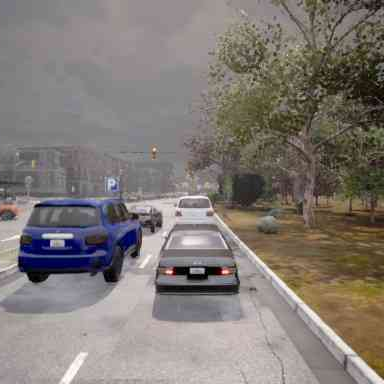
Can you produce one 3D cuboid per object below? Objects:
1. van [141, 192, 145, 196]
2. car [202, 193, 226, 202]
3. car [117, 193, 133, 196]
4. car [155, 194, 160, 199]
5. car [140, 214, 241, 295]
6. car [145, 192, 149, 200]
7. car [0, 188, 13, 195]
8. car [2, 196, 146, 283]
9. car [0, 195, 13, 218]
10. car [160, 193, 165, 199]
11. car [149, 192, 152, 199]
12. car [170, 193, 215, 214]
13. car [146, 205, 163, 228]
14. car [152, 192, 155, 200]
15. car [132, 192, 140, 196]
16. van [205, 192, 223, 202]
[{"bbox_3d":[-13.330,1.094,73.805,4.442,1.987,1.878,-1,0,-14],"label":"van"},{"bbox_3d":[4.581,1.143,70.407,4.553,1.767,2.185,1,0,-14],"label":"car"},{"bbox_3d":[-14.523,1.359,64.819,4.792,1.488,2.163,-1,0,-15],"label":"car"},{"bbox_3d":[-11.561,1.358,88.757,4.674,1.452,2.002,-1,0,-12],"label":"car"},{"bbox_3d":[0.096,1.556,8.857,2.033,1.411,5.357,0,0,0],"label":"car"},{"bbox_3d":[-13.106,1.322,76.776,4.892,1.521,2.231,-1,0,-14],"label":"car"},{"bbox_3d":[-31.232,0.138,55.667,2.002,1.452,4.674,6,-3,-19],"label":"car"},{"bbox_3d":[-2.906,1.228,9.868,2.150,2.045,5.566,0,-1,0],"label":"car"},{"bbox_3d":[-16.660,1.405,27.011,4.553,1.767,2.185,-1,0,-19],"label":"car"},{"bbox_3d":[-11.114,1.066,91.764,5.566,2.045,2.435,-1,0,-12],"label":"car"},{"bbox_3d":[-12.737,1.360,79.772,4.674,1.452,2.002,-1,0,-13],"label":"car"},{"bbox_3d":[0.129,1.246,19.106,2.150,2.045,5.566,0,0,0],"label":"car"},{"bbox_3d":[-2.874,1.518,19.969,2.128,1.511,4.902,0,0,3],"label":"car"},{"bbox_3d":[-12.369,1.360,82.774,4.674,1.452,2.002,-1,0,-13],"label":"car"},{"bbox_3d":[-13.882,1.316,67.812,5.366,1.575,1.946,-1,0,-15],"label":"car"},{"bbox_3d":[4.201,1.044,67.437,4.442,1.987,1.878,1,0,-14],"label":"van"}]
